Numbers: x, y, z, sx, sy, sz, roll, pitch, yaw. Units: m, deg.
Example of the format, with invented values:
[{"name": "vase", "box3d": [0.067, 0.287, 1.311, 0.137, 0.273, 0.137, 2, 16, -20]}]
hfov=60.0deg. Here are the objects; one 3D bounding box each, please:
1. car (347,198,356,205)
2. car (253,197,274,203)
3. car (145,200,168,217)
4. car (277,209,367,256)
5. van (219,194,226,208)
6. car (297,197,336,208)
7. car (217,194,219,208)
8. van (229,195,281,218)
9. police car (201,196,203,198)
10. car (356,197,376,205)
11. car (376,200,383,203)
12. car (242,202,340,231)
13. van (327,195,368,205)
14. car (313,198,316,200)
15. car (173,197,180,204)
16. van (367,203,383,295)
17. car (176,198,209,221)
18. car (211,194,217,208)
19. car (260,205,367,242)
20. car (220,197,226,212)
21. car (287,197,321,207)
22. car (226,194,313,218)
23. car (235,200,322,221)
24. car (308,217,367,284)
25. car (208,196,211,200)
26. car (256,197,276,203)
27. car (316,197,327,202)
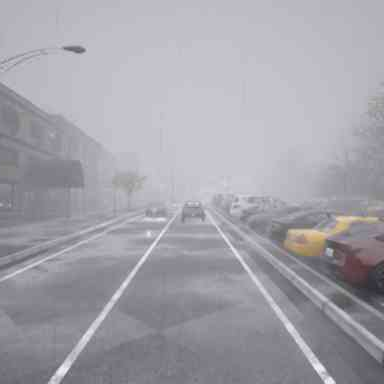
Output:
[{"name": "car", "box3d": [18.665, 1.551, 33.385, 4.674, 1.452, 2.002, 0, 0, 0]}, {"name": "car", "box3d": [18.679, 2.018, 87.292, 5.008, 1.535, 2.097, 0, -1, 0]}, {"name": "car", "box3d": [-3.358, 1.533, 32.149, 2.128, 1.511, 4.902, 0, 0, 0]}, {"name": "car", "box3d": [5.810, 1.465, 10.860, 5.366, 1.575, 1.946, 0, 0, 0]}, {"name": "van", "box3d": [5.468, 1.293, 36.087, 4.442, 1.987, 1.878, 0, 0, 0]}, {"name": "car", "box3d": [18.664, 1.584, 50.093, 5.008, 1.535, 2.097, 0, -1, 0]}, {"name": "car", "box3d": [5.550, 1.401, 38.891, 4.553, 1.767, 2.185, 0, 0, 0]}, {"name": "van", "box3d": [5.708, 1.277, 30.480, 4.442, 1.987, 1.878, 0, 0, 0]}, {"name": "police car", "box3d": [0.055, 1.581, 44.645, 2.038, 1.542, 4.974, 0, 0, 0]}, {"name": "car", "box3d": [18.486, 1.501, 30.600, 5.366, 1.575, 1.946, 0, 0, 0]}, {"name": "car", "box3d": [18.670, 1.496, 27.814, 5.008, 1.535, 2.097, 0, 0, 0]}, {"name": "car", "box3d": [5.581, 1.504, 19.267, 4.792, 1.488, 2.163, 0, 0, 0]}, {"name": "van", "box3d": [18.778, 1.301, 38.958, 4.442, 1.987, 1.878, 0, 0, 0]}, {"name": "car", "box3d": [18.661, 1.606, 47.306, 4.674, 1.452, 2.002, 0, 0, 0]}, {"name": "car", "box3d": [-3.275, 1.906, 73.656, 2.128, 1.511, 4.902, 0, -1, 0]}, {"name": "van", "box3d": [5.517, 1.245, 5.252, 4.442, 1.987, 1.878, 0, 0, 0]}, {"name": "car", "box3d": [0.086, 1.518, 27.345, 2.128, 1.511, 4.902, 0, 0, 0]}, {"name": "car", "box3d": [5.608, 1.286, 41.692, 5.566, 2.045, 2.435, 0, 0, 0]}, {"name": "car", "box3d": [5.615, 1.468, 13.659, 5.008, 1.535, 2.097, 0, 0, 0]}, {"name": "car", "box3d": [5.582, 1.512, 33.282, 4.892, 1.521, 2.231, 0, 0, 0]}, {"name": "car", "box3d": [18.655, 1.633, 55.661, 5.008, 1.535, 2.097, 0, -1, 0]}, {"name": "car", "box3d": [5.629, 1.236, 24.873, 5.566, 2.045, 2.435, 0, 0, 0]}, {"name": "car", "box3d": [5.601, 1.481, 22.065, 4.892, 1.521, 2.231, 0, 0, 0]}, {"name": "car", "box3d": [5.659, 1.499, 8.056, 4.792, 1.488, 2.163, 0, 0, 0]}, {"name": "car", "box3d": [5.607, 1.333, 50.102, 5.566, 2.045, 2.435, 0, 0, 0]}, {"name": "car", "box3d": [18.669, 2.019, 84.144, 4.674, 1.452, 2.002, 0, -1, 0]}, {"name": "car", "box3d": [18.629, 1.412, 41.738, 4.553, 1.767, 2.185, 0, 0, 0]}]
